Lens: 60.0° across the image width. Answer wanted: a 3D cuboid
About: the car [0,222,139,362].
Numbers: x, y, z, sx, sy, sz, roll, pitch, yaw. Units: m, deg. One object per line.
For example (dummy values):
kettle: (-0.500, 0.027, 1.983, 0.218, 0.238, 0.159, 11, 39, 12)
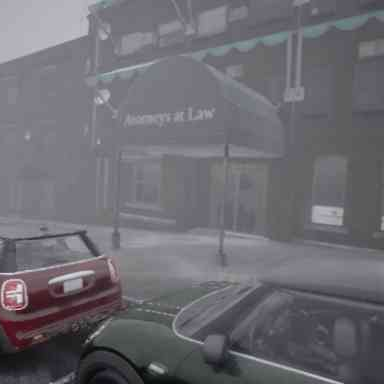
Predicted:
car: (-3.420, 1.338, 5.971, 4.553, 1.767, 2.185, 0, 0, 36)
